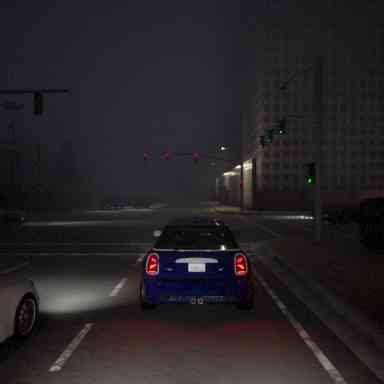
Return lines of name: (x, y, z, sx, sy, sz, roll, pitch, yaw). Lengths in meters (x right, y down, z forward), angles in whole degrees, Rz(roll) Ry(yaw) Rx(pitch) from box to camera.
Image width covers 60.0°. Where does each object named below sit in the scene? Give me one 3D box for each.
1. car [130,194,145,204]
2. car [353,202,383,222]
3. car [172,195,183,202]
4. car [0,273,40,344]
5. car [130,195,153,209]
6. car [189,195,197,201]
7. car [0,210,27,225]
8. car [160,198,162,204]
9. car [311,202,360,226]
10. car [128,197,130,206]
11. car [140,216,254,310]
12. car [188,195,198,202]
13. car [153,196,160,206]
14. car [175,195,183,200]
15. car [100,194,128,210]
car: (-10.409, 1.352, 63.584, 2.097, 1.767, 4.553, 0, 0, 1)
car: (15.861, 1.560, 26.864, 4.892, 1.490, 1.837, 0, 0, 0)
car: (-3.337, 1.469, 73.462, 1.882, 1.535, 5.008, 0, 0, 0)
car: (-3.431, 1.526, 3.560, 1.812, 1.442, 4.674, 0, 0, 1)
car: (-6.983, 1.526, 46.264, 1.812, 1.442, 4.674, 0, 0, 0)
car: (0.185, 1.540, 83.772, 2.033, 1.411, 5.357, 0, 0, 0)
car: (-14.443, 1.632, 23.702, 4.718, 1.301, 1.895, 0, 0, -8)
car: (-6.898, 1.564, 65.204, 1.994, 1.385, 4.181, 0, 0, 0)
car: (11.521, 1.603, 23.166, 5.357, 1.411, 2.033, 0, 0, 0)
car: (-10.466, 1.477, 53.804, 1.882, 1.535, 5.008, 0, 0, 0)
car: (0.101, 1.352, 7.990, 2.097, 1.767, 4.553, 0, 0, 0)
car: (0.170, 1.355, 73.790, 2.097, 1.767, 4.553, 0, 0, 0)
car: (-6.958, 1.505, 55.158, 1.837, 1.490, 4.892, 0, 0, 0)
car: (-3.315, 1.423, 83.714, 1.895, 1.301, 4.718, 0, 0, 0)
car: (-10.493, 1.221, 44.032, 2.150, 2.045, 5.566, 0, 0, 0)
